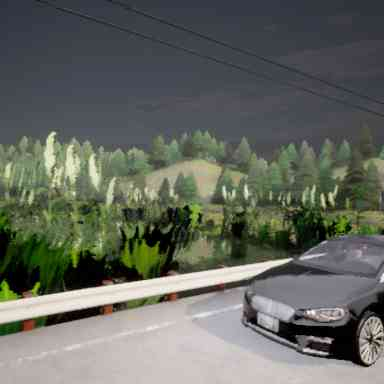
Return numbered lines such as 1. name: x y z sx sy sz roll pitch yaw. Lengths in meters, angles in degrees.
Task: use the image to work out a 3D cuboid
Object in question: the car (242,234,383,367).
1. car: 3.064 1.554 5.894 4.902 1.511 2.128 1 -1 -34
